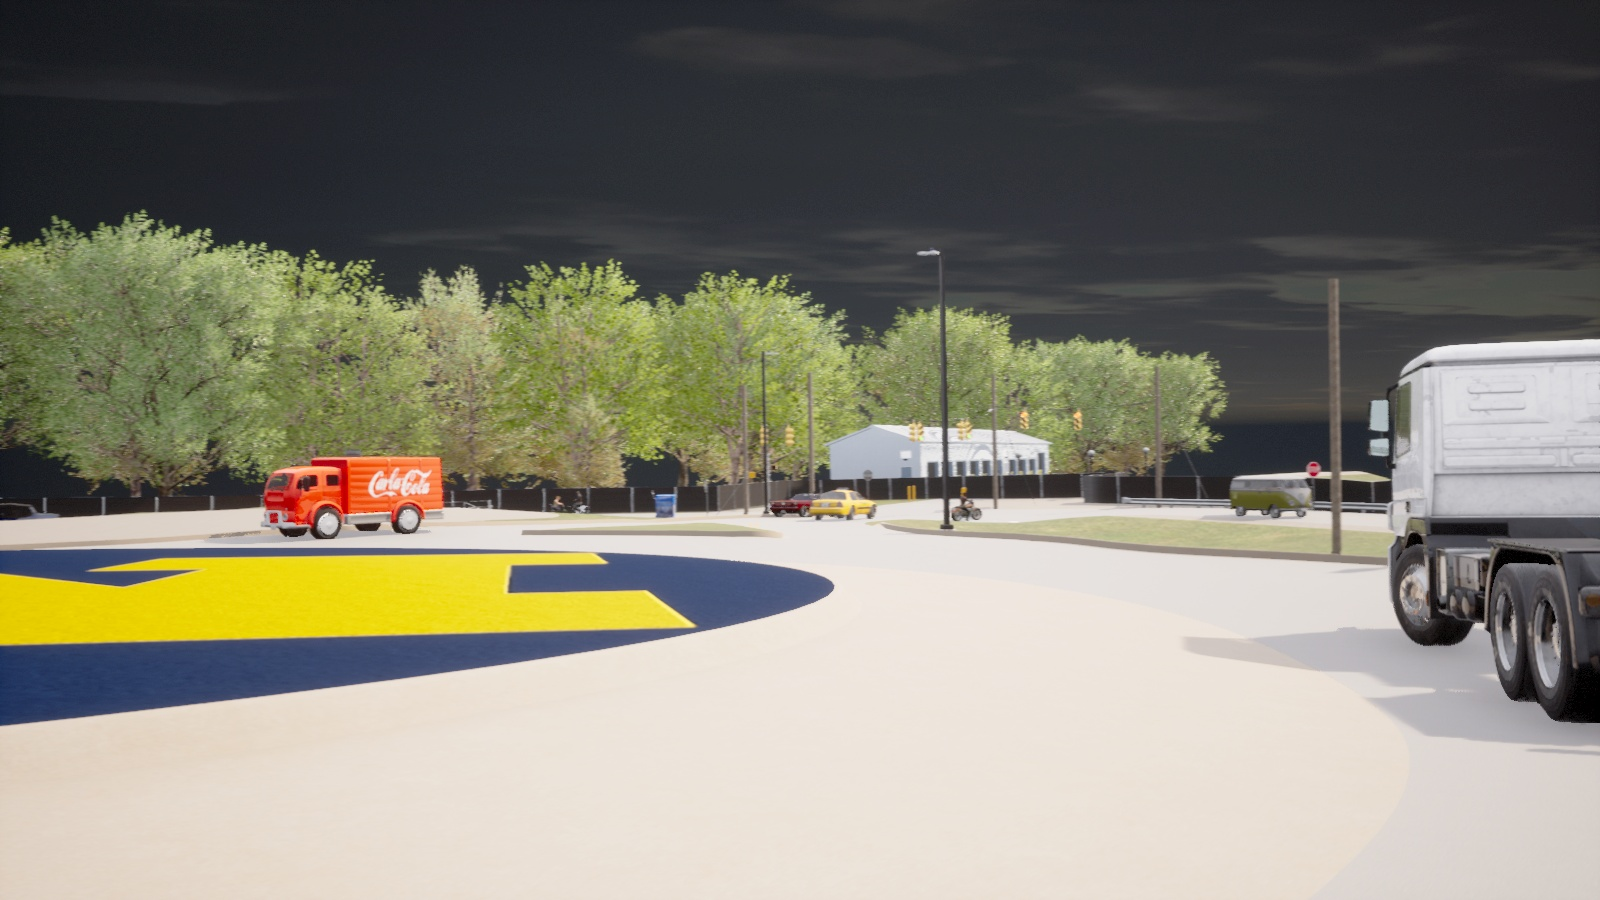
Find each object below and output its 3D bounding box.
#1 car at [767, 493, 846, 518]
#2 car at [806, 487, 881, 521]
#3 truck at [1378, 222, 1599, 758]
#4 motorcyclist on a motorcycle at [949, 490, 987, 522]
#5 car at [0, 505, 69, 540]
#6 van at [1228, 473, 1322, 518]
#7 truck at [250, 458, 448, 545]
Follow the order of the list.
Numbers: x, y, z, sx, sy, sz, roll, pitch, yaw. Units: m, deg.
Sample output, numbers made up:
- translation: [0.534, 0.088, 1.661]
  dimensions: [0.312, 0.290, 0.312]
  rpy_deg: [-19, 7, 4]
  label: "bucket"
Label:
- translation: [0.414, 2.978, 67.106]
  dimensions: [1.895, 1.301, 4.718]
  rpy_deg: [-2, -4, 34]
  label: "car"
- translation: [2.160, 2.561, 60.376]
  dimensions: [1.801, 1.575, 5.366]
  rpy_deg: [-1, -2, 23]
  label: "car"
- translation: [7.597, 0.350, 11.547]
  dimensions: [2.891, 3.462, 7.936]
  rpy_deg: [-1, -2, 16]
  label: "truck"
- translation: [9.351, 3.114, 69.818]
  dimensions: [2.350, 1.649, 0.766]
  rpy_deg: [-1, 0, -41]
  label: "motorcyclist on a motorcycle"
- translation: [-45.234, 4.237, 73.742]
  dimensions: [3.866, 1.878, 1.905]
  rpy_deg: [0, 0, -28]
  label: "car"
- translation: [22.671, 2.139, 60.166]
  dimensions: [1.775, 1.987, 4.442]
  rpy_deg: [-2, -1, -18]
  label: "van"
- translation: [-14.056, 1.513, 39.364]
  dimensions: [2.627, 2.467, 5.204]
  rpy_deg: [-1, 0, 39]
  label: "truck"
